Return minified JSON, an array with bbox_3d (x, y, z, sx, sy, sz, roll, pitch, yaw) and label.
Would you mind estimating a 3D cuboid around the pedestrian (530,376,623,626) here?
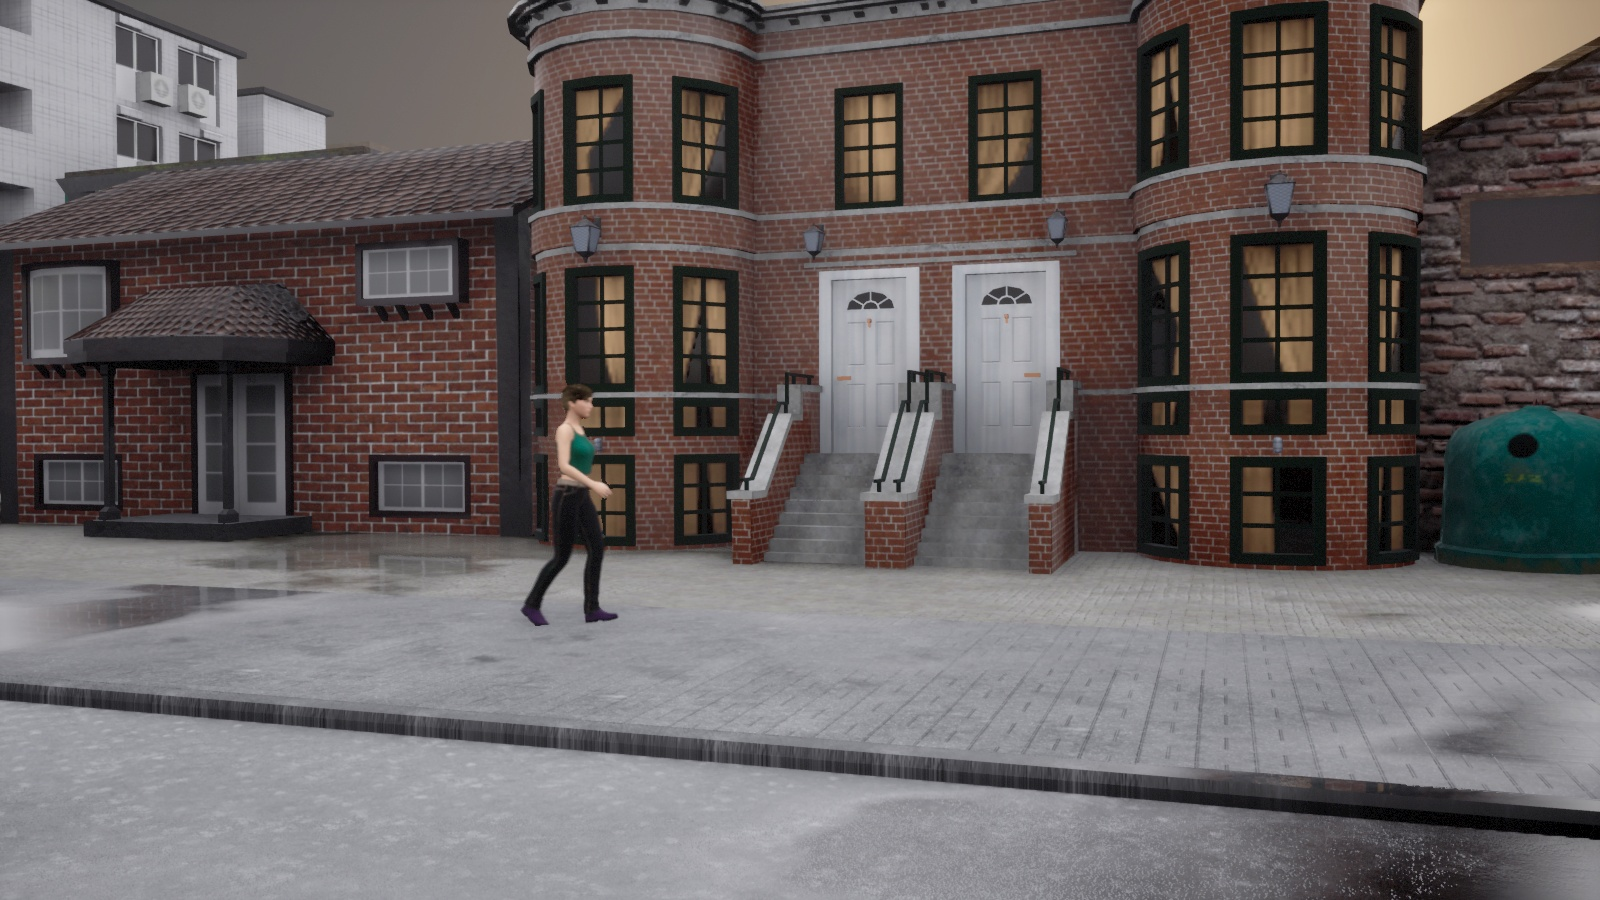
[{"bbox_3d":[-1.683,0.374,9.467,0.594,1.836,0.345,0,1,16],"label":"pedestrian"}]
